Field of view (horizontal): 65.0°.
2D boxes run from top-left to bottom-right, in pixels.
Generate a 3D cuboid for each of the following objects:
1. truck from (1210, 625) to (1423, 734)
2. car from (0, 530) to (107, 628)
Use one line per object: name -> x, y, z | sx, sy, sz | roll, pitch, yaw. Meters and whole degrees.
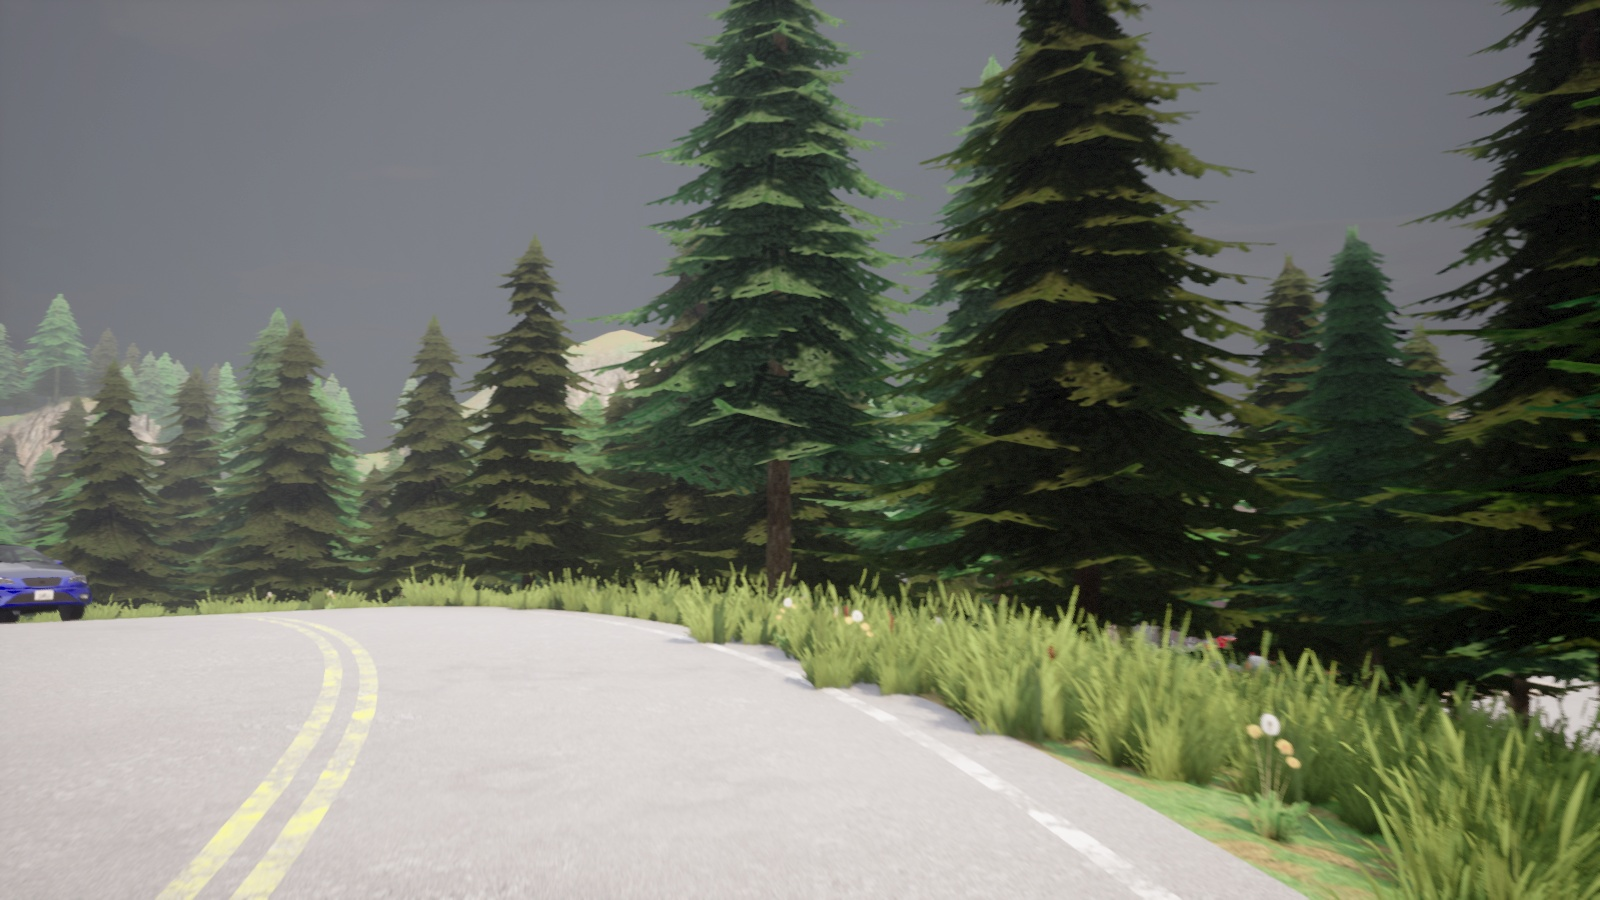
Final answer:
truck -> 22.989, 10.129, 56.456 | 2.891, 3.827, 8.468 | 1, -4, -36
car -> -13.951, 2.317, 21.827 | 4.193, 1.474, 1.816 | -9, -9, 37
